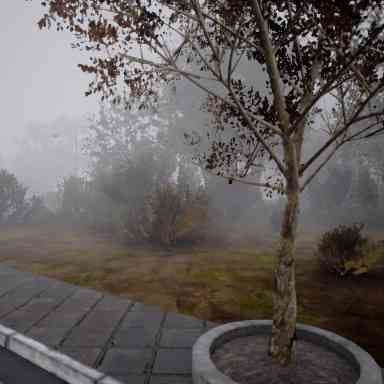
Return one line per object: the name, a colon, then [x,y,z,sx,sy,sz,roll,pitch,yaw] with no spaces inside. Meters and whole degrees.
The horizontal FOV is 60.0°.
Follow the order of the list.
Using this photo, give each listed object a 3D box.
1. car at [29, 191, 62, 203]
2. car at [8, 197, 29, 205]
car: [-18.391,0.939,41.852,2.150,2.045,5.566,1,0,32]
car: [-19.446,1.244,33.215,2.128,1.511,4.902,1,0,32]
